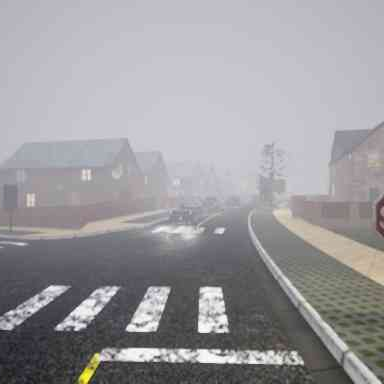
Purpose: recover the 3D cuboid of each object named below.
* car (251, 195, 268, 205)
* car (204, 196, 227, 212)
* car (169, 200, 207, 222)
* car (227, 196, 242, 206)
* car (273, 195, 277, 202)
[{"bbox_3d":[11.416,1.176,56.135,2.097,1.767,4.553,0,0,23],"label":"car"},{"bbox_3d":[2.175,1.280,37.203,2.097,1.767,4.553,0,0,15],"label":"car"},{"bbox_3d":[-0.350,1.566,25.871,1.895,1.301,4.718,0,0,12],"label":"car"},{"bbox_3d":[6.265,1.349,50.690,1.882,1.535,5.008,0,0,20],"label":"car"},{"bbox_3d":[15.352,1.273,65.339,1.837,1.490,4.892,0,0,27],"label":"car"}]
